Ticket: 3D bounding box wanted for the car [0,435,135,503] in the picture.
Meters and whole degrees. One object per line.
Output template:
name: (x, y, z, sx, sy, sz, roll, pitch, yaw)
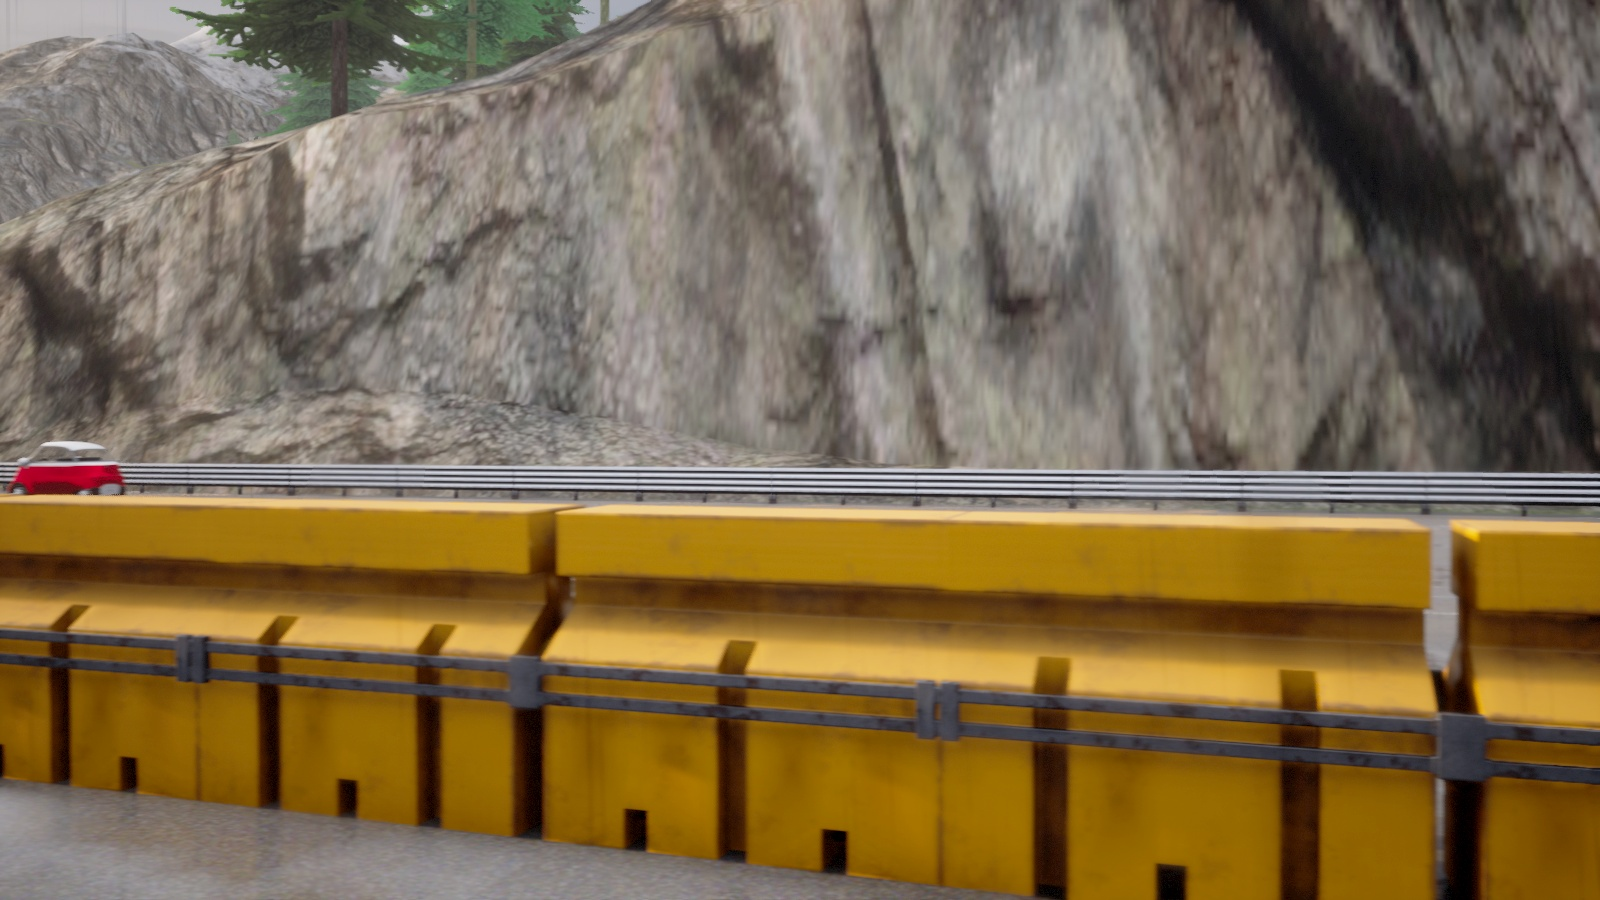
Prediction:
car: (-15.752, 0.376, 26.962, 2.207, 1.376, 1.481, 1, 1, 19)
